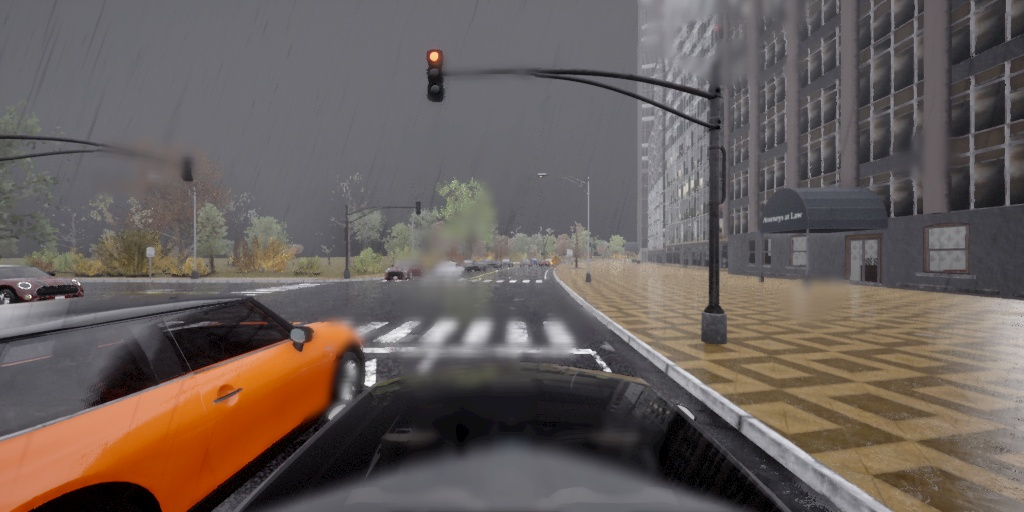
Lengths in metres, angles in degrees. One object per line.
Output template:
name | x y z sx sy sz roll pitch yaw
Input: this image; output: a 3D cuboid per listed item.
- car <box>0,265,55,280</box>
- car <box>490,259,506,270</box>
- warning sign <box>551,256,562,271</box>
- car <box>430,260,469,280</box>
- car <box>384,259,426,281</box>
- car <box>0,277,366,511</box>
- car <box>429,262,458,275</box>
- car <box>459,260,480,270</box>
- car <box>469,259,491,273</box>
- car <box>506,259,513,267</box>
car | -20.962 1.159 14.990 4.553 1.767 2.097 0 0 4
car | -2.638 1.354 54.374 1.895 1.301 4.718 0 0 9
warning sign | 5.473 0.870 44.136 1.300 1.860 1.060 0 0 7
car | -5.326 1.274 30.946 1.812 1.442 4.674 0 0 5
car | -8.694 1.098 29.530 2.097 1.767 4.553 0 0 5
car | -3.102 1.102 3.209 2.097 1.767 4.553 0 0 0
car | -7.670 1.349 40.521 1.895 1.301 4.718 0 0 6
car | -6.162 1.276 52.609 1.812 1.442 4.674 0 0 8
car | -4.167 1.351 42.628 1.895 1.301 4.718 0 0 7
car | -0.955 1.282 64.640 1.812 1.442 4.674 0 0 10
